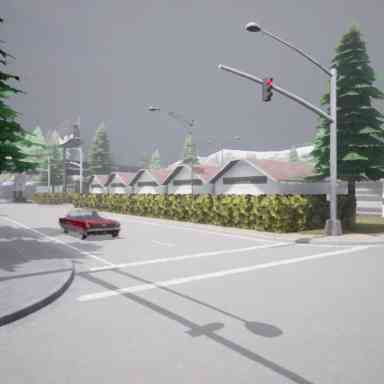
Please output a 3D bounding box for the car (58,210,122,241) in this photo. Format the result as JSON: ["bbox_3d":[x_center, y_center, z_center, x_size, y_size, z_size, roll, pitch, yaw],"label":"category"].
[{"bbox_3d":[-5.397,1.611,17.242,1.895,1.301,4.718,0,0,-36],"label":"car"}]
